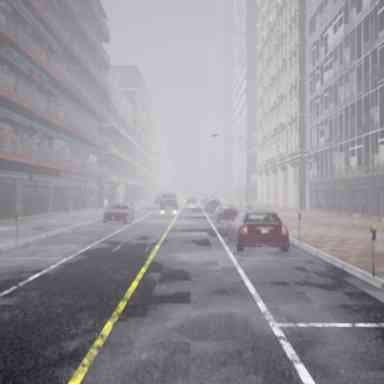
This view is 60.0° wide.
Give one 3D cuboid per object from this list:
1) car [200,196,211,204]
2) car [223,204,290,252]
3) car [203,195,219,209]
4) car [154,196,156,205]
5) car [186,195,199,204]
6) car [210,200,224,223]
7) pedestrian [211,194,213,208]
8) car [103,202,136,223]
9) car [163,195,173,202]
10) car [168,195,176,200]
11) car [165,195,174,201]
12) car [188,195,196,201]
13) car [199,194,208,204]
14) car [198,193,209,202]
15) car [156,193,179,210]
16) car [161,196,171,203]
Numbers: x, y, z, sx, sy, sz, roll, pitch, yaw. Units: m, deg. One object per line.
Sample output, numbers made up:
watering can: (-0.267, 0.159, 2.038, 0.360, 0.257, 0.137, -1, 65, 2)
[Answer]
car: (2.531, 1.468, 63.500, 1.802, 1.307, 4.206, 1, 0, 0)
car: (2.566, 1.404, 13.678, 1.967, 1.590, 4.097, 1, 0, 0)
car: (2.723, 1.435, 42.876, 1.812, 1.442, 4.674, 0, 0, 0)
car: (-5.343, 1.206, 57.947, 2.192, 1.841, 5.009, 1, 0, 0)
car: (-0.012, 1.490, 59.780, 1.895, 1.301, 4.718, 0, 0, 1)
car: (2.557, 1.523, 24.750, 1.802, 1.307, 4.206, 1, 0, 0)
pedestrian: (2.721, 1.199, 45.722, 0.375, 1.860, 0.375, 1, 0, 0)
car: (-5.323, 1.485, 24.732, 1.887, 1.381, 4.507, 1, 0, 0)
car: (-5.356, 1.432, 74.554, 2.008, 1.369, 4.403, 1, 0, 0)
car: (-5.367, 1.423, 91.163, 1.887, 1.381, 4.507, 1, 0, 0)
car: (-5.360, 1.461, 80.091, 1.802, 1.307, 4.206, 1, 0, 0)
car: (-0.049, 1.339, 76.457, 1.895, 1.301, 4.718, 0, 0, 0)
car: (2.535, 1.473, 57.963, 1.802, 1.307, 4.206, 1, 0, 0)
car: (2.526, 1.196, 74.569, 2.192, 1.841, 5.009, 1, 0, 0)
car: (-2.870, 1.131, 42.355, 2.150, 2.045, 5.566, 0, 0, 0)
car: (-5.353, 1.465, 69.018, 1.802, 1.307, 4.206, 1, 0, 0)
